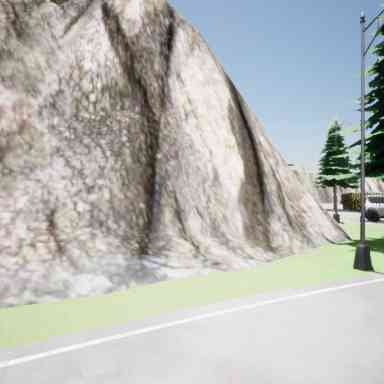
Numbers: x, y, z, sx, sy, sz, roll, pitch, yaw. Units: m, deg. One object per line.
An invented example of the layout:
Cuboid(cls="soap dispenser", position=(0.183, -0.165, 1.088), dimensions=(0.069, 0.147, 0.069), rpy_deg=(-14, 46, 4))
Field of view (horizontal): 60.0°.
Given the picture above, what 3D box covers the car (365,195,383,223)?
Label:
Cuboid(cls="car", position=(14.782, 1.221, 23.357), dimensions=(2.150, 2.045, 5.566), rpy_deg=(0, 0, -27))
